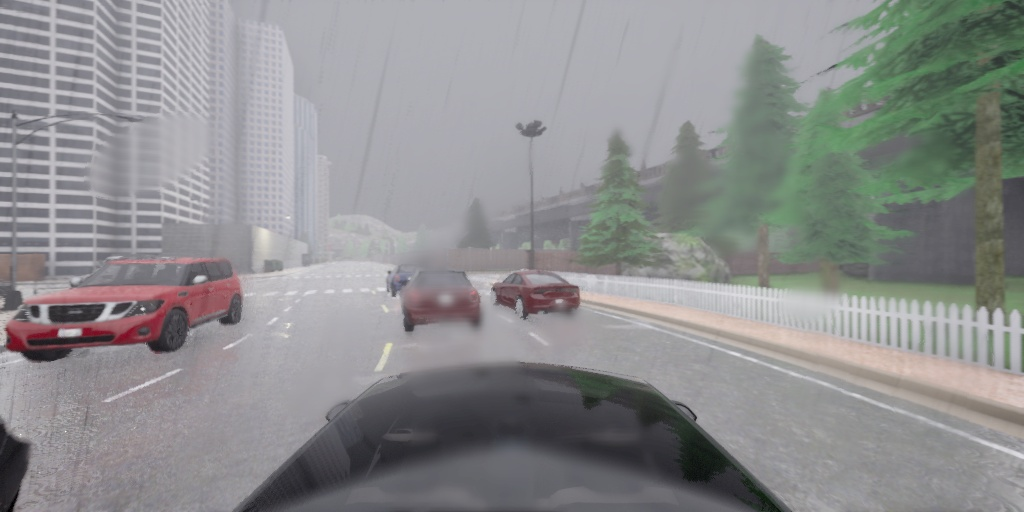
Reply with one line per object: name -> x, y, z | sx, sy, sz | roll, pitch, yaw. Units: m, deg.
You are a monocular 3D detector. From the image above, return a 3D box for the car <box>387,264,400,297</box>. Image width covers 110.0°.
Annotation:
car -> -5.843, 1.211, 20.195 | 2.097, 1.767, 4.553 | 0, 0, -23

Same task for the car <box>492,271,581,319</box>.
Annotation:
car -> 0.675, 1.277, 13.275 | 1.882, 1.535, 5.008 | 0, 0, -19

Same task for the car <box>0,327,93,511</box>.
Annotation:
car -> -3.993, 1.265, 0.159 | 1.837, 1.490, 4.892 | 1, 0, 0

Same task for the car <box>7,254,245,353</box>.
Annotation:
car -> -8.776, 1.046, 8.993 | 2.150, 2.045, 5.566 | 0, -1, -20

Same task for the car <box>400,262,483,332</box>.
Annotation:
car -> -2.368, 1.158, 11.393 | 2.097, 1.767, 4.553 | 0, 0, -18
